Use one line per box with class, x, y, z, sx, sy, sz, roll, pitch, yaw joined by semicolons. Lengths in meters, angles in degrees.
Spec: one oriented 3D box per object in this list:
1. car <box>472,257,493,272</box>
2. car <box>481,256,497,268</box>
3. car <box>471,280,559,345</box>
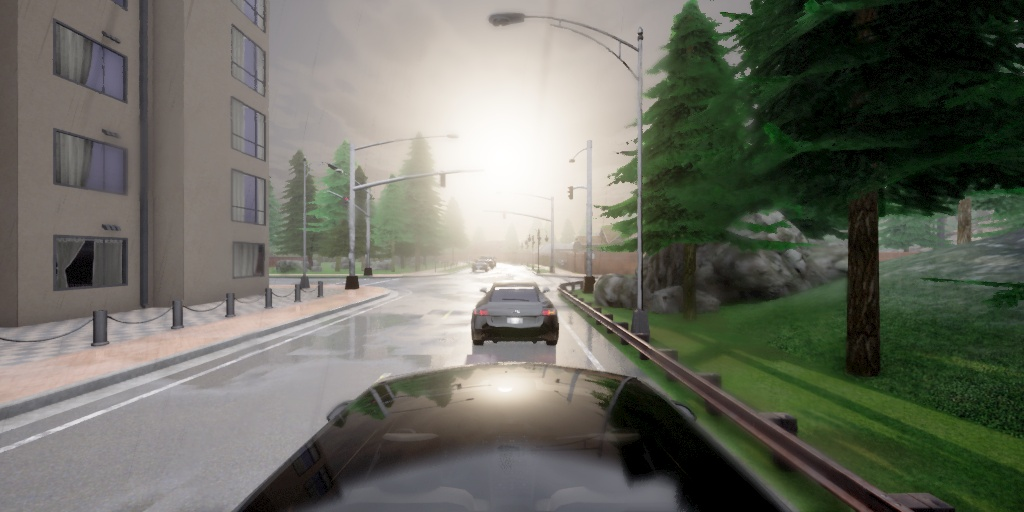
car;-3.934;1.212;45.556;2.128;1.511;4.902;0;0;0
car;-3.976;0.942;56.163;2.150;2.045;5.566;0;0;0
car;0.083;1.314;9.468;1.994;1.385;4.181;0;0;1
